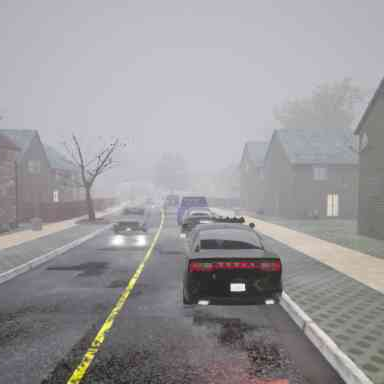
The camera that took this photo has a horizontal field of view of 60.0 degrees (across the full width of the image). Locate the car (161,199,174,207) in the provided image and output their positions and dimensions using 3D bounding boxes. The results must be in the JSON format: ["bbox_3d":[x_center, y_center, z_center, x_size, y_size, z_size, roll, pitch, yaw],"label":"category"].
[{"bbox_3d":[-4.199,1.815,56.057,1.895,1.301,4.718,0,0,-9],"label":"car"}]

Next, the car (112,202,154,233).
[{"bbox_3d":[-3.446,1.581,19.996,2.033,1.411,5.357,0,0,-3],"label":"car"}]

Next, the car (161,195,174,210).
[{"bbox_3d":[-2.681,1.357,44.561,2.150,2.045,5.566,0,0,-7],"label":"car"}]

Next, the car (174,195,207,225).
[{"bbox_3d":[0.003,1.263,24.264,2.150,2.045,5.566,0,0,-4],"label":"car"}]

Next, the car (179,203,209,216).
[{"bbox_3d":[0.354,1.546,18.204,1.812,1.442,4.674,0,0,-3],"label":"car"}]

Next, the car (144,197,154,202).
[{"bbox_3d":[-8.099,1.799,62.776,1.837,1.490,4.892,0,-1,-9],"label":"car"}]

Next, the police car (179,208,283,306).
[{"bbox_3d":[0.721,1.426,8.255,1.930,1.638,5.238,0,0,-1],"label":"police car"}]
